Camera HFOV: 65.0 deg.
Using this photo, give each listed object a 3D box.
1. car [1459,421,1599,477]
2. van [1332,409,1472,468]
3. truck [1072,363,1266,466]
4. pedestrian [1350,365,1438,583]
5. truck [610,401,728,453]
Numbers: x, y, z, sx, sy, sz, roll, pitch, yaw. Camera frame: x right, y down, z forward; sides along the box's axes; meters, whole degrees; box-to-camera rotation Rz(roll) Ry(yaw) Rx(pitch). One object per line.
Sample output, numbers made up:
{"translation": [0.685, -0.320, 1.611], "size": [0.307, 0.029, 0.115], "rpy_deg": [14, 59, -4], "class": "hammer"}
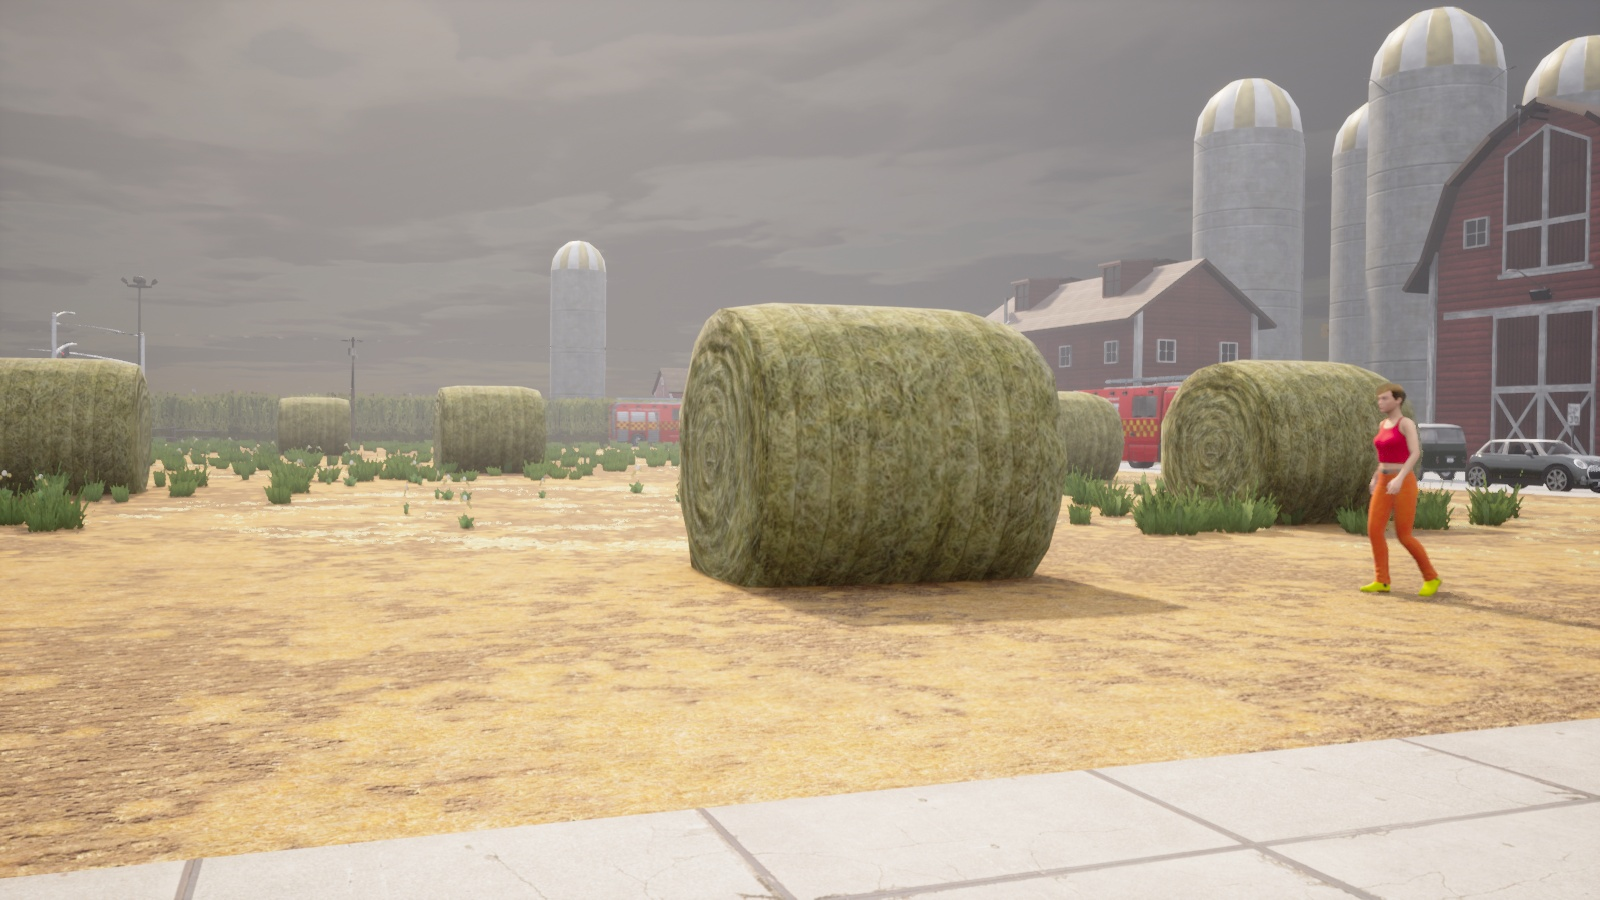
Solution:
{"translation": [20.983, -0.061, 35.478], "size": [1.970, 1.475, 3.806], "rpy_deg": [-1, 1, -22], "class": "car"}
{"translation": [21.184, -0.423, 44.372], "size": [1.775, 1.987, 4.442], "rpy_deg": [-1, 1, -22], "class": "van"}
{"translation": [14.721, -1.395, 51.038], "size": [2.891, 3.827, 8.468], "rpy_deg": [-2, 1, -22], "class": "truck"}
{"translation": [5.109, 0.196, 10.807], "size": [0.594, 1.836, 0.345], "rpy_deg": [-1, 1, -12], "class": "pedestrian"}
{"translation": [-9.993, -1.812, 95.787], "size": [8.468, 3.827, 2.891], "rpy_deg": [-1, 1, -19], "class": "truck"}
